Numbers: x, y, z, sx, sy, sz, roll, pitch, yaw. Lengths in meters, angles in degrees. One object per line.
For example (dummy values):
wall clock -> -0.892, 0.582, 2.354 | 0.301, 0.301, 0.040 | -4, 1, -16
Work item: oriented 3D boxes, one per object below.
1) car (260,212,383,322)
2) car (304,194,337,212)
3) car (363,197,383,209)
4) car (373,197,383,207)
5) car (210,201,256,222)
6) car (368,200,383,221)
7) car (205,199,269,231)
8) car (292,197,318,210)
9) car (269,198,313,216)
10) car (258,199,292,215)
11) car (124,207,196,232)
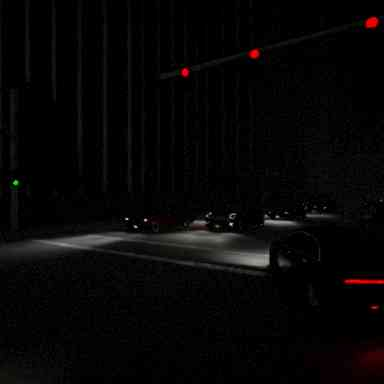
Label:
car -> 3.067, 1.496, 7.390 | 1.837, 1.490, 4.892 | -4, 1, 0
car -> 14.349, 1.191, 36.647 | 2.150, 2.045, 5.566 | 0, 0, 36
car -> 23.785, 1.557, 43.477 | 1.895, 1.301, 4.718 | 0, 0, 36
car -> 29.539, 1.497, 51.507 | 2.033, 1.411, 5.357 | 0, 0, 36
car -> 3.501, 1.510, 27.513 | 1.812, 1.442, 4.674 | 0, 0, 36
car -> 14.778, 1.525, 24.913 | 1.994, 1.385, 4.181 | 0, 0, 36
car -> 2.707, 1.333, 20.423 | 2.097, 1.767, 4.553 | 0, 0, 36
car -> 14.758, 1.478, 43.185 | 1.837, 1.490, 4.892 | 0, 0, 36
car -> 8.172, 1.523, 28.042 | 2.033, 1.411, 5.357 | 0, 0, 35
car -> 8.751, 1.505, 34.845 | 1.812, 1.442, 4.674 | 0, 0, 36
car -> -1.841, 1.591, 20.083 | 1.895, 1.301, 4.718 | 0, 0, 36
